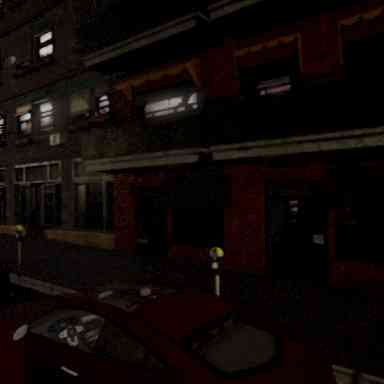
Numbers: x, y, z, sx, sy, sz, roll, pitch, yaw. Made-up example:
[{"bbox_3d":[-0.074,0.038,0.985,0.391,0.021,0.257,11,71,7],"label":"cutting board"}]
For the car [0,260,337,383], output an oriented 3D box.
[{"bbox_3d":[-0.717,1.582,3.402,4.206,1.307,1.802,0,-1,36],"label":"car"}]
